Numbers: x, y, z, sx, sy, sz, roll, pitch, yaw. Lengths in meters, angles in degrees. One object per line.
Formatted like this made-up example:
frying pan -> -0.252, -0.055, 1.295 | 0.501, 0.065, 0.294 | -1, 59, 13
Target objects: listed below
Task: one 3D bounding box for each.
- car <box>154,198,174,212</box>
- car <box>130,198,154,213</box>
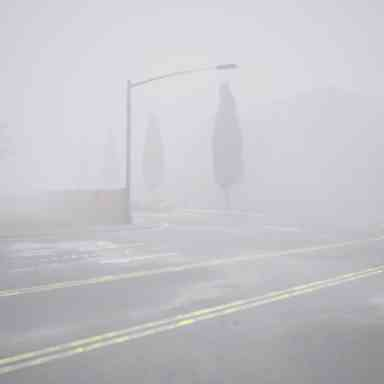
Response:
car -> -4.115, 1.559, 41.765 | 2.097, 1.767, 4.553 | 1, 0, -36
car -> -7.048, 1.663, 39.842 | 2.128, 1.511, 4.902 | 1, 0, -36
